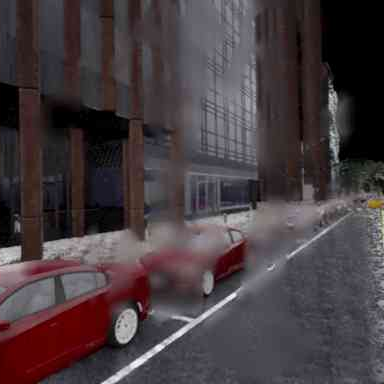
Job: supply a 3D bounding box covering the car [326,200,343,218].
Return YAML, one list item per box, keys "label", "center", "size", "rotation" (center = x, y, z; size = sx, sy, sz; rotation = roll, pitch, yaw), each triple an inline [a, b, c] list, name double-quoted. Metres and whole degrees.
- label: "car"
  center: [11.158, 1.597, 27.969]
  size: [1.887, 1.381, 4.507]
  rotation: [-2, -1, 30]

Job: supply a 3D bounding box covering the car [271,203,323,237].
- label: "car"
  center: [5.753, 1.509, 18.487]
  size: [1.967, 1.590, 4.097]
  rotation: [-2, -1, 30]

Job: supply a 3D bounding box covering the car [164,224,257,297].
- label: "car"
  center: [0.352, 1.631, 9.003]
  size: [1.887, 1.381, 4.507]
  rotation: [-2, -1, 30]

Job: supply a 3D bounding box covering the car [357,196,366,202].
- label: "car"
  center: [40.465, 1.560, 79.402]
  size: [1.802, 1.307, 4.206]
  rotation: [-2, -1, 30]

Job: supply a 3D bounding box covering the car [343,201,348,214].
- label: "car"
  center: [13.858, 1.484, 32.712]
  size: [1.967, 1.590, 4.097]
  rotation: [-2, -1, 30]

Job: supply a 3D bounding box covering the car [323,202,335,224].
- label: "car"
  center: [8.457, 1.611, 23.228]
  size: [2.008, 1.369, 4.403]
  rotation: [-2, -1, 30]

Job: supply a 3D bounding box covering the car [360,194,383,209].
- label: "car"
  center: [24.797, 1.399, 43.467]
  size: [1.882, 1.535, 5.008]
  rotation: [0, 0, -8]

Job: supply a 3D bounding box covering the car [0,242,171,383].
- label: "car"
  center: [-2.349, 1.641, 4.262]
  size: [1.887, 1.381, 4.507]
  rotation: [-2, -1, 30]

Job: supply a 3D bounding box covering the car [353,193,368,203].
- label: "car"
  center: [35.075, 1.304, 69.956]
  size: [2.192, 1.841, 5.009]
  rotation: [-2, -1, 30]
